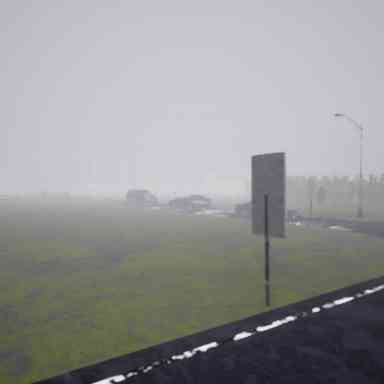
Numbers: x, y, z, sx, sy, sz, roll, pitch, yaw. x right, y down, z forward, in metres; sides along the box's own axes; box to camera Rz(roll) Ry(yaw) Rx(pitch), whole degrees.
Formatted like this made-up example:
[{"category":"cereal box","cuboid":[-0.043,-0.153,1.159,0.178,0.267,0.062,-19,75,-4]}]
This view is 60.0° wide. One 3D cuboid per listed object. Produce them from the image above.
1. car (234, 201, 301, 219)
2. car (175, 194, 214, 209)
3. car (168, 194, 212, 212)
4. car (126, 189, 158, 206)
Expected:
[{"category":"car","cuboid":[5.572,1.306,25.395,2.033,1.411,5.357,-1,1,-36]},{"category":"car","cuboid":[0.182,1.003,37.962,1.882,1.535,5.008,-1,1,-36]},{"category":"car","cuboid":[-0.425,1.154,33.746,2.033,1.411,5.357,-1,1,-36]},{"category":"car","cuboid":[-6.434,0.672,42.133,2.150,2.045,5.566,-1,1,-36]}]
